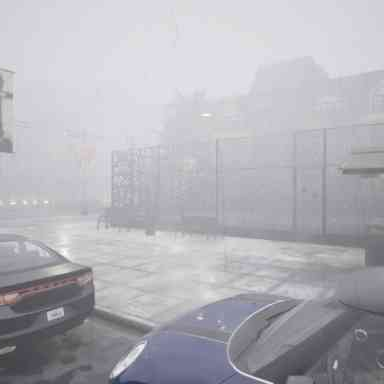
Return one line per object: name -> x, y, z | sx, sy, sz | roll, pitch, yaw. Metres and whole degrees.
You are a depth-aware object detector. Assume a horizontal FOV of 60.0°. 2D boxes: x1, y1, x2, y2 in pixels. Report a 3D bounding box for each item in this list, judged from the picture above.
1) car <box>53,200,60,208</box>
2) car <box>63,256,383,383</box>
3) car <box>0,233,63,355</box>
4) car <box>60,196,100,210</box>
car -> -17.053, 1.352, 46.446 | 2.097, 1.767, 4.553 | 0, 0, 35
car -> 1.474, 1.354, 2.256 | 4.553, 1.767, 2.185 | 0, 0, 35
car -> -3.844, 1.480, 5.864 | 5.008, 1.535, 2.097 | 0, 0, 35
car -> -14.514, 1.352, 43.966 | 2.097, 1.767, 4.553 | 0, 0, 35
